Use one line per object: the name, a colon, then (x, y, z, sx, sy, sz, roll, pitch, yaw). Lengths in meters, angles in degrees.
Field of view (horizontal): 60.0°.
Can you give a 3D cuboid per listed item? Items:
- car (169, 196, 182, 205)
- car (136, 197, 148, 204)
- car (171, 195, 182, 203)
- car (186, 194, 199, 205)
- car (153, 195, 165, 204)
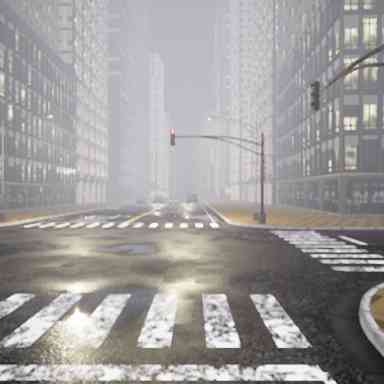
car: (-3.195, 1.697, 60.684, 1.895, 1.301, 4.718, 0, 0, 0)
car: (-9.692, 1.658, 64.828, 2.033, 1.411, 5.357, 0, 0, 0)
car: (-3.187, 1.490, 70.656, 2.128, 1.511, 4.902, 0, 0, 0)
car: (0.055, 1.318, 60.683, 2.150, 2.045, 5.566, 0, 0, 0)
car: (-6.442, 1.463, 64.856, 2.097, 1.767, 4.553, 0, 0, 0)
